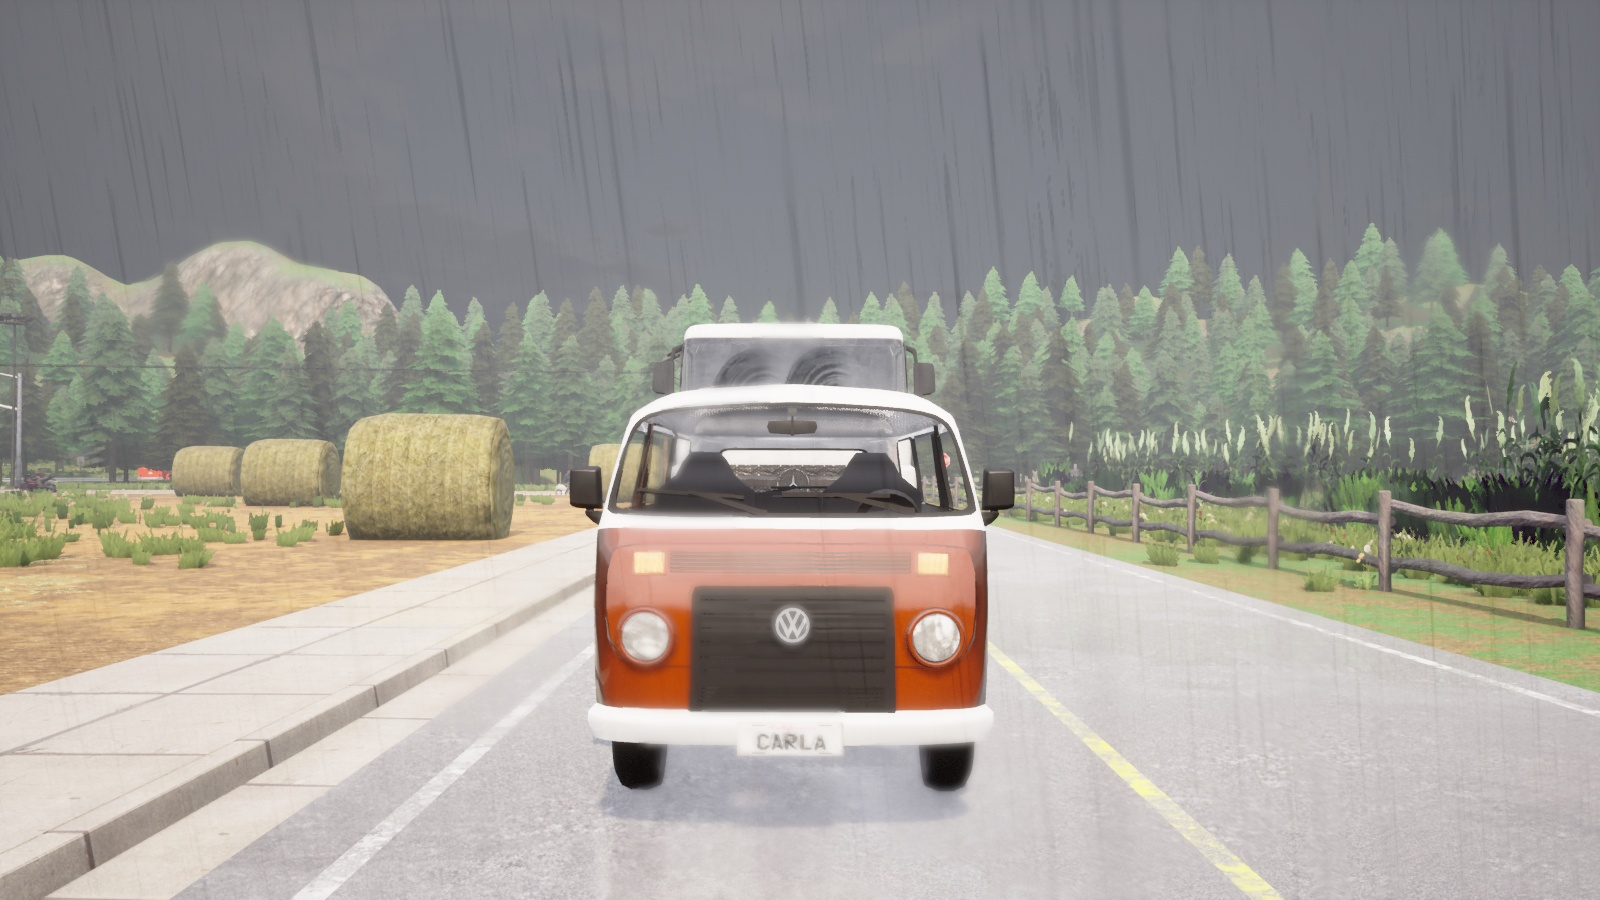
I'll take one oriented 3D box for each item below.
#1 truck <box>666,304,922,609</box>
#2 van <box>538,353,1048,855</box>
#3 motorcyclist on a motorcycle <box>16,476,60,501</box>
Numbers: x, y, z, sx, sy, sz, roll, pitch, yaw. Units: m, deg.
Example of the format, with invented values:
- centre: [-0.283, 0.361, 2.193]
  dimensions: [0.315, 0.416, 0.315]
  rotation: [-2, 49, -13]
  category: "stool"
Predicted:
- centre: [-0.089, 0.139, 18.252]
  dimensions: [2.891, 3.462, 7.936]
  rotation: [0, -1, 0]
  category: "truck"
- centre: [-0.037, 0.662, 7.364]
  dimensions: [2.069, 2.038, 4.480]
  rotation: [0, -1, 0]
  category: "van"
- centre: [-47.601, 2.388, 78.415]
  dimensions: [2.191, 1.530, 0.866]
  rotation: [0, -1, -3]
  category: "motorcyclist on a motorcycle"
